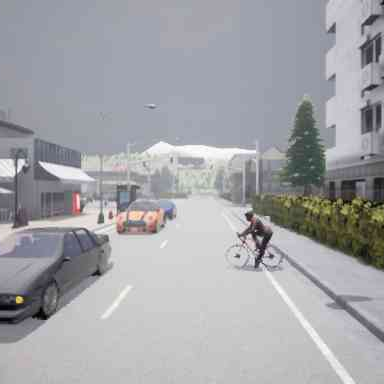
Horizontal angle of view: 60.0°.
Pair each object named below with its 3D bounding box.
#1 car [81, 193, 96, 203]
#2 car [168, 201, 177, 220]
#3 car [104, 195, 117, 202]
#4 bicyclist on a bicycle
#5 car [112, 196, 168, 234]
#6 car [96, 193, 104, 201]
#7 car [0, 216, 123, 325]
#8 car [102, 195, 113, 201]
[{"bbox_3d":[-19.982,1.352,61.927,1.970,1.475,3.806,0,0,2],"label":"car"},{"bbox_3d":[-2.368,1.447,27.856,1.882,1.535,5.008,0,0,2],"label":"car"},{"bbox_3d":[-16.037,1.411,68.822,2.007,1.523,4.514,0,0,2],"label":"car"},{"bbox_3d":[1.813,1.408,9.658,1.656,1.620,0.582,0,0,2],"label":"bicyclist on a bicycle"},{"bbox_3d":[-2.834,1.330,19.125,2.097,1.767,4.553,0,0,3],"label":"car"},{"bbox_3d":[-22.568,1.198,79.105,1.932,1.855,4.605,0,0,2],"label":"car"},{"bbox_3d":[-3.341,1.538,7.624,2.033,1.411,5.357,0,0,2],"label":"car"},{"bbox_3d":[-22.264,1.452,87.579,1.970,1.475,3.806,0,0,2],"label":"car"}]
